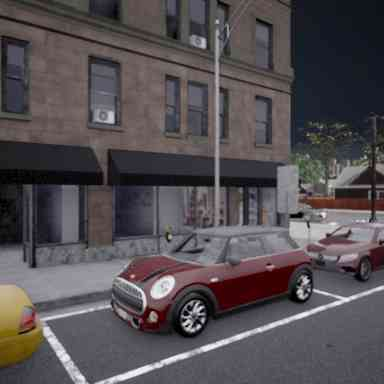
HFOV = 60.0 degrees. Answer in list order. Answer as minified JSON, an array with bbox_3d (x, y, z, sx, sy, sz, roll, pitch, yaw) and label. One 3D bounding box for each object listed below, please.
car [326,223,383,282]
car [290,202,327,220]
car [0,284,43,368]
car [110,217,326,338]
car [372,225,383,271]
[{"bbox_3d":[4.992,1.586,9.747,4.206,1.307,1.802,0,0,-35],"label":"car"},{"bbox_3d":[8.557,1.599,27.186,2.128,1.511,4.902,0,0,-37],"label":"car"},{"bbox_3d":[-4.134,1.524,3.241,4.829,1.417,1.752,0,0,-35],"label":"car"},{"bbox_3d":[0.498,1.442,6.543,4.097,1.590,1.967,0,0,-35],"label":"car"},{"bbox_3d":[6.196,1.510,7.365,4.892,1.490,1.837,1,0,-36],"label":"car"}]
